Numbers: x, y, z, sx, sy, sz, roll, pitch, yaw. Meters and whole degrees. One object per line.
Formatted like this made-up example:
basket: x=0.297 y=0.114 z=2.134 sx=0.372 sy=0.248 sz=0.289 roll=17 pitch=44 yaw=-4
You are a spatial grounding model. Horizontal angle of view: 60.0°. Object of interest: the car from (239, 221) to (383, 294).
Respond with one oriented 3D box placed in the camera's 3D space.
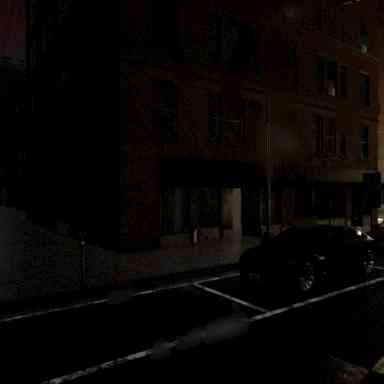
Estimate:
car: x=3.196 y=1.566 z=8.824 sx=4.313 sy=1.339 sz=1.947 roll=0 pitch=0 yaw=-36
